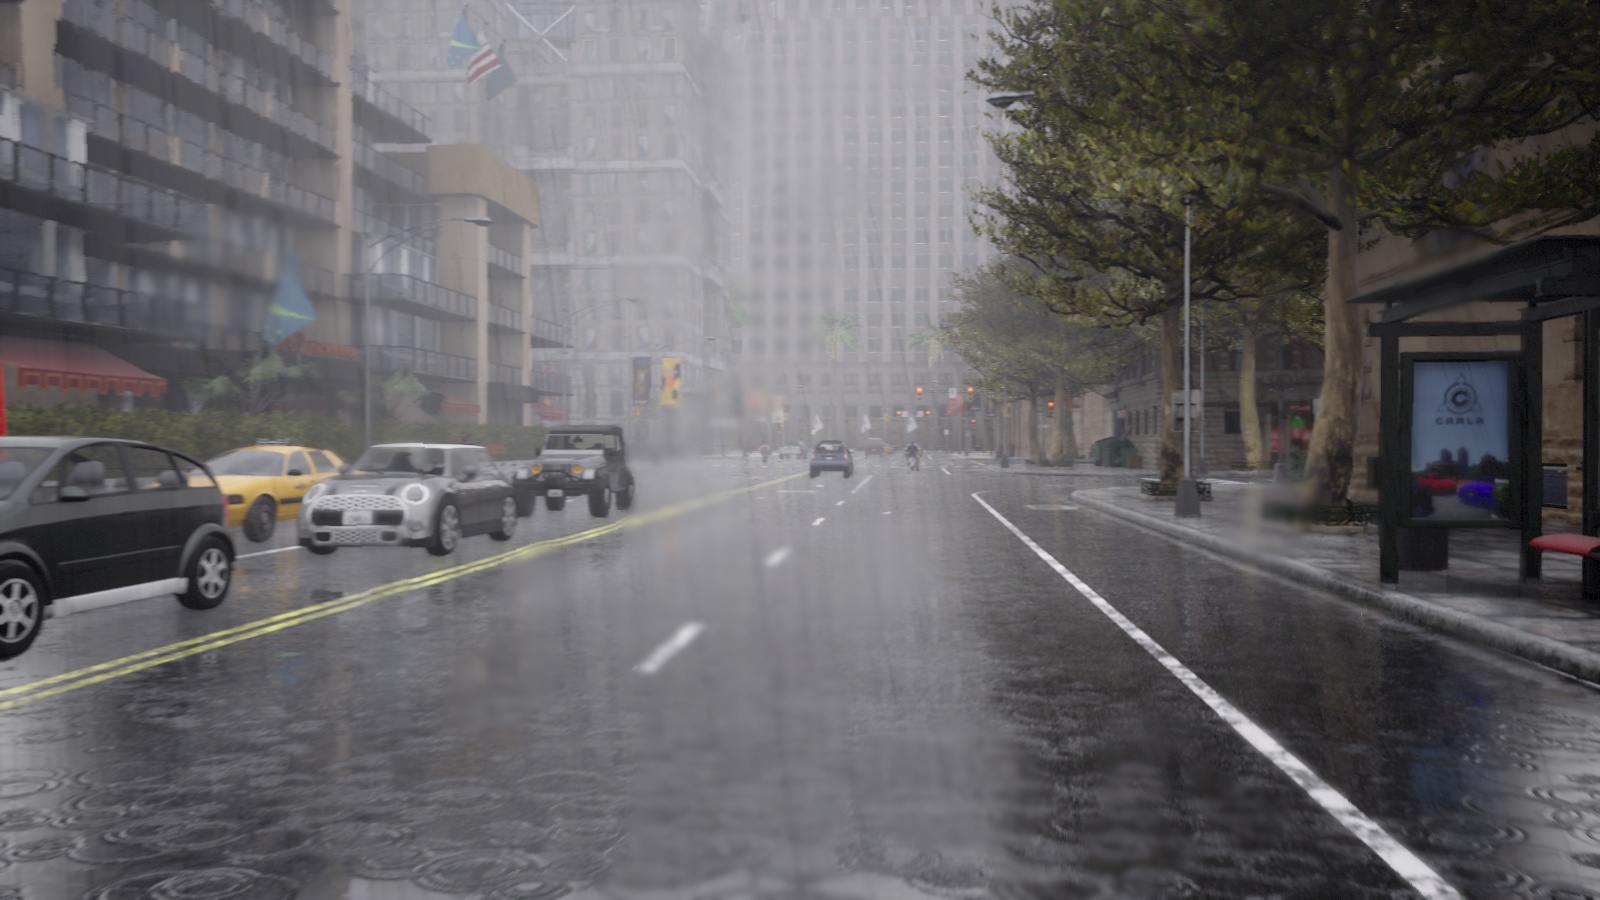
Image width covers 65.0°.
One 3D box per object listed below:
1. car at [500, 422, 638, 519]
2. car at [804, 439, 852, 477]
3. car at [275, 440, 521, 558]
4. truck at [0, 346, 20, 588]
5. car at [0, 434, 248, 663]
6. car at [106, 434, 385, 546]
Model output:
[{"bbox_3d":[-4.746,0.384,26.329,1.905,1.878,3.866,0,0,5],"label":"car"},{"bbox_3d":[1.250,0.336,54.936,1.851,1.617,3.988,0,0,5],"label":"car"},{"bbox_3d":[-5.494,0.601,17.696,1.970,1.475,3.806,0,0,5],"label":"car"},{"bbox_3d":[-9.631,0.182,10.566,2.627,2.467,5.204,0,0,5],"label":"truck"},{"bbox_3d":[-6.183,0.657,9.919,1.789,1.549,3.705,0,0,5],"label":"car"},{"bbox_3d":[-8.761,0.553,20.503,1.801,1.575,5.366,0,0,5],"label":"car"}]
